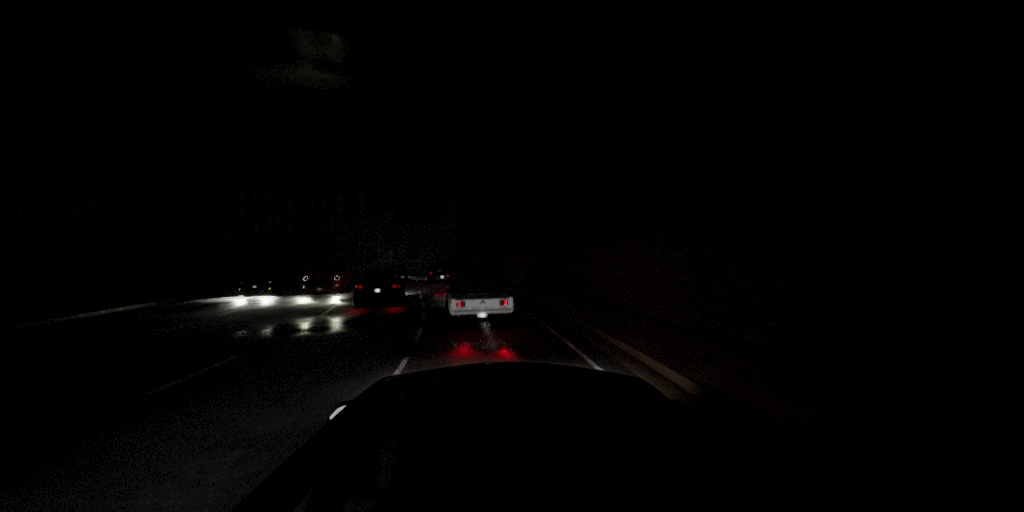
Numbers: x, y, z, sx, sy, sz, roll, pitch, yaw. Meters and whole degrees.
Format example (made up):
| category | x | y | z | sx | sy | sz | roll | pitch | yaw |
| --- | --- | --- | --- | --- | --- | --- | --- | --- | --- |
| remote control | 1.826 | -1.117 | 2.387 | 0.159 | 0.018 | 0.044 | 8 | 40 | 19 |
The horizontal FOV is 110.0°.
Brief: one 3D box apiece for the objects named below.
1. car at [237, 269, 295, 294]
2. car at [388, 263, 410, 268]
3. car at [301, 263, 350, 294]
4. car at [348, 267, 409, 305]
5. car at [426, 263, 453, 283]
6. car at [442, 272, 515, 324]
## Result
| category | x | y | z | sx | sy | sz | roll | pitch | yaw |
| --- | --- | --- | --- | --- | --- | --- | --- | --- | --- |
| car | -14.674 | 1.504 | 21.595 | 1.994 | 1.385 | 4.181 | 0 | 0 | -16 |
| car | -10.503 | 1.406 | 32.864 | 1.837 | 1.490 | 4.892 | 0 | 0 | -16 |
| car | -11.069 | 1.236 | 21.678 | 2.097 | 1.767 | 4.553 | 0 | 0 | -16 |
| car | -6.013 | 1.395 | 16.636 | 1.994 | 1.385 | 4.181 | 0 | 0 | -14 |
| car | -6.007 | 1.360 | 29.824 | 1.837 | 1.490 | 4.892 | 0 | 0 | -16 |
| car | -1.294 | 1.382 | 12.313 | 1.895 | 1.301 | 4.718 | 0 | 0 | -12 |
